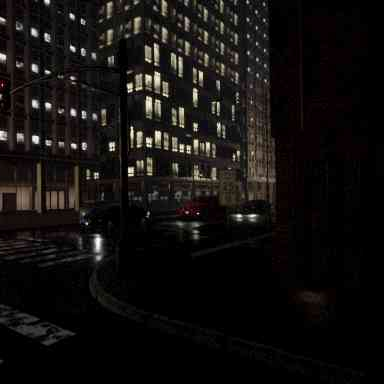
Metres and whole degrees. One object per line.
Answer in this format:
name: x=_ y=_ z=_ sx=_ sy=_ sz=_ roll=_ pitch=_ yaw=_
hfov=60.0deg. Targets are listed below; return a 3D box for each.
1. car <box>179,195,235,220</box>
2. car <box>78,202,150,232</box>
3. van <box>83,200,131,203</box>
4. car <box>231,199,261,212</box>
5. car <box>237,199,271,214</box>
car: x=1.205 y=1.307 z=29.149 sx=2.150 sy=2.045 sz=5.566 roll=-1 pitch=-1 yaw=36
car: x=-4.683 y=1.571 z=20.958 sx=1.837 sy=1.490 sz=4.892 roll=-1 pitch=-1 yaw=33
van: x=-6.030 y=1.460 z=23.491 sx=1.690 sy=1.788 sz=3.998 roll=-2 pitch=-1 yaw=36
car: x=6.798 y=1.689 z=41.405 sx=1.752 sy=1.417 sz=4.829 roll=-2 pitch=-1 yaw=36
car: x=7.208 y=1.584 z=37.512 sx=1.882 sy=1.535 sz=5.008 roll=-1 pitch=-1 yaw=36
